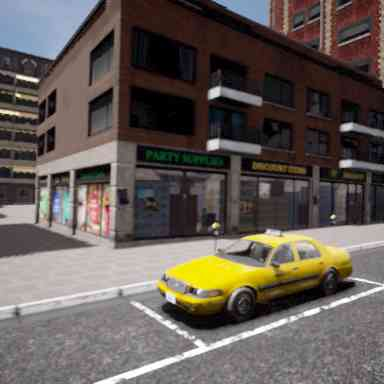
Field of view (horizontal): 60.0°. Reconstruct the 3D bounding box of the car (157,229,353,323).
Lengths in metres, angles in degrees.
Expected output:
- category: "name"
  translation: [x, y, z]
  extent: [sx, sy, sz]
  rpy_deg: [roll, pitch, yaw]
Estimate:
- category: "car"
  translation: [1.597, 1.532, 7.212]
  extent: [4.829, 1.417, 1.752]
  rpy_deg: [0, 2, -35]
